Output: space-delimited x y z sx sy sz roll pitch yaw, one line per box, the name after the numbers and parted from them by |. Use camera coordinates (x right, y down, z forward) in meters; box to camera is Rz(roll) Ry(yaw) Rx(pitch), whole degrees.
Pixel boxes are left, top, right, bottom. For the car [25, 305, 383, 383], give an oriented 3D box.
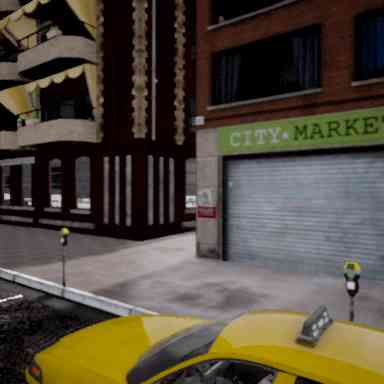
0.622 1.519 2.433 4.829 1.417 1.752 1 0 35 | car
